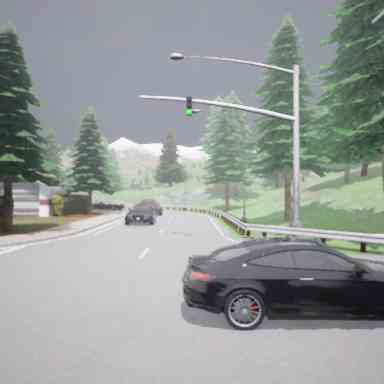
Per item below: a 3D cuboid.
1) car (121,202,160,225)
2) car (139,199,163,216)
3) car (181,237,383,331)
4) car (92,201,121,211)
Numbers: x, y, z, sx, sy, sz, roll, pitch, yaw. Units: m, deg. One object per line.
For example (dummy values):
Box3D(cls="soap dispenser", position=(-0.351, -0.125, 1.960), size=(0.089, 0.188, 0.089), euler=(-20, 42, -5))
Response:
Box3D(cls="car", position=(-3.749, 1.666, 24.786), size=(1.994, 1.385, 4.181), euler=(0, 0, -2))
Box3D(cls="car", position=(-4.493, 1.495, 34.585), size=(2.097, 1.767, 4.553), euler=(0, 0, -19))
Box3D(cls="car", position=(2.136, 1.610, 6.310), size=(4.674, 1.442, 1.812), euler=(1, 0, -1))
Box3D(cls="car", position=(-10.995, 1.782, 42.382), size=(4.718, 1.301, 1.895), euler=(0, 0, 15))
